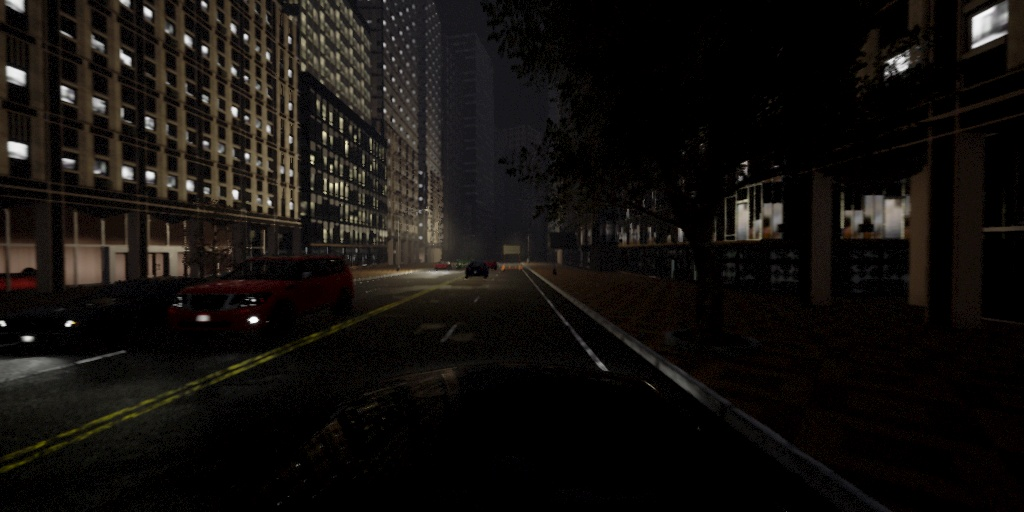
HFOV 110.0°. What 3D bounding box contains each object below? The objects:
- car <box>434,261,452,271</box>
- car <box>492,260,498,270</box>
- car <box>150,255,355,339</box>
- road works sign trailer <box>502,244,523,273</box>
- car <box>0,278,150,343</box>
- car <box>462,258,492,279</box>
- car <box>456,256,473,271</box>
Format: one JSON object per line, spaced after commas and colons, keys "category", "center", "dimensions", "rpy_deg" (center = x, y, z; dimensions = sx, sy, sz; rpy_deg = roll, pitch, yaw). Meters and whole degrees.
{"category": "car", "center": [-9.824, 1.397, 51.144], "dimensions": [1.895, 1.301, 4.718], "rpy_deg": [0, 0, 0]}
{"category": "car", "center": [-3.152, 1.276, 52.974], "dimensions": [1.882, 1.535, 5.008], "rpy_deg": [0, 0, 0]}
{"category": "car", "center": [-6.601, 0.979, 10.429], "dimensions": [2.150, 2.045, 5.566], "rpy_deg": [0, 0, 0]}
{"category": "road works sign trailer", "center": [0.004, 0.255, 44.963], "dimensions": [2.380, 3.560, 2.880], "rpy_deg": [0, 0, 1]}
{"category": "car", "center": [-9.852, 1.304, 9.954], "dimensions": [2.033, 1.411, 5.357], "rpy_deg": [0, 0, 0]}
{"category": "car", "center": [-3.151, 1.256, 33.291], "dimensions": [1.882, 1.535, 5.008], "rpy_deg": [0, 0, 0]}
{"category": "car", "center": [-6.575, 1.017, 50.961], "dimensions": [2.150, 2.045, 5.566], "rpy_deg": [0, 0, 0]}
